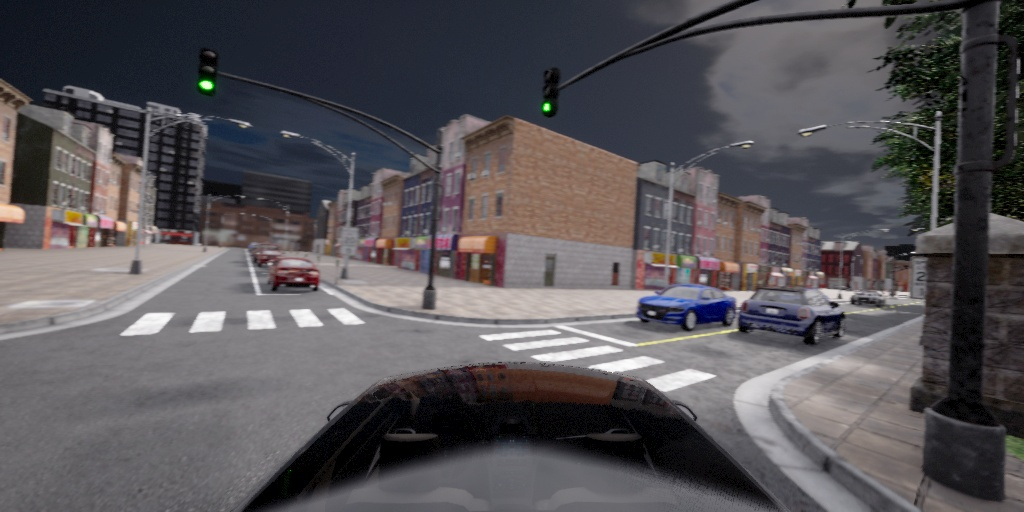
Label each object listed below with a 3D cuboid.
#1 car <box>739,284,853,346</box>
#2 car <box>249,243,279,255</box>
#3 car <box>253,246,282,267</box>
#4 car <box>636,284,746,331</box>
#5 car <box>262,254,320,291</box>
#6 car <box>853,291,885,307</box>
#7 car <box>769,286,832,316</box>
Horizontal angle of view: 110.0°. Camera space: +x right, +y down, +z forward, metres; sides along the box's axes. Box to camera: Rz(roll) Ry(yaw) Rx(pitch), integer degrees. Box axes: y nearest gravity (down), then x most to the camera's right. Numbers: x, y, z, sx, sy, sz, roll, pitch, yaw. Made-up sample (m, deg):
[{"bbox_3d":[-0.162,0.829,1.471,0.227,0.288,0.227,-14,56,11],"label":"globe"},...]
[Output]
[{"bbox_3d":[9.921,1.902,12.614,4.553,1.767,2.097,4,-1,-37],"label":"car"},{"bbox_3d":[-22.904,-0.257,33.502,2.192,1.841,5.009,0,0,-37],"label":"car"},{"bbox_3d":[-19.649,0.160,29.151,1.888,1.381,4.507,0,0,-37],"label":"car"},{"bbox_3d":[6.812,1.849,13.839,5.008,1.535,1.882,4,-1,-37],"label":"car"},{"bbox_3d":[-9.884,0.725,16.098,1.888,1.381,4.507,0,0,-37],"label":"car"},{"bbox_3d":[34.263,4.061,34.498,4.181,1.385,1.994,4,-1,-37],"label":"car"},{"bbox_3d":[18.046,2.719,22.339,5.008,1.535,1.882,4,-1,-37],"label":"car"}]
